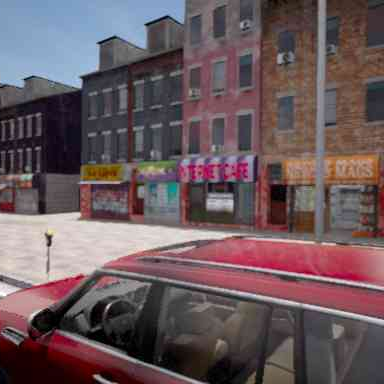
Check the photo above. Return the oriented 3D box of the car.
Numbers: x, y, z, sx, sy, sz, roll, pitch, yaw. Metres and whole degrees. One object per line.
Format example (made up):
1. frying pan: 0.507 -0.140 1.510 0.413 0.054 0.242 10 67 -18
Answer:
1. car: 0.135 1.317 2.699 5.009 1.841 2.192 0 1 36
